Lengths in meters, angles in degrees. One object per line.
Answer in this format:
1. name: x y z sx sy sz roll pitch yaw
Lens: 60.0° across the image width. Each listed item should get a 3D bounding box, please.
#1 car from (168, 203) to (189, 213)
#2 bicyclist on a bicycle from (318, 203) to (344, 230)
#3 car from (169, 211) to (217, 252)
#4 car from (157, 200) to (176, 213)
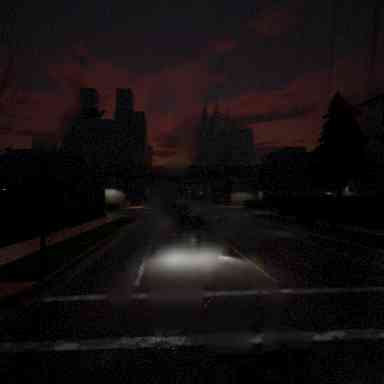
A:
1. car: -1.095 2.079 32.932 2.033 1.411 5.357 -1 -1 -3
2. bicyclist on a bicycle: 8.594 1.516 20.549 1.656 1.620 0.582 -1 -1 -4
3. car: -0.058 1.816 15.179 1.994 1.385 4.181 -1 -1 -4
4. car: -2.934 2.279 48.244 5.008 1.535 1.882 -2 -2 42
